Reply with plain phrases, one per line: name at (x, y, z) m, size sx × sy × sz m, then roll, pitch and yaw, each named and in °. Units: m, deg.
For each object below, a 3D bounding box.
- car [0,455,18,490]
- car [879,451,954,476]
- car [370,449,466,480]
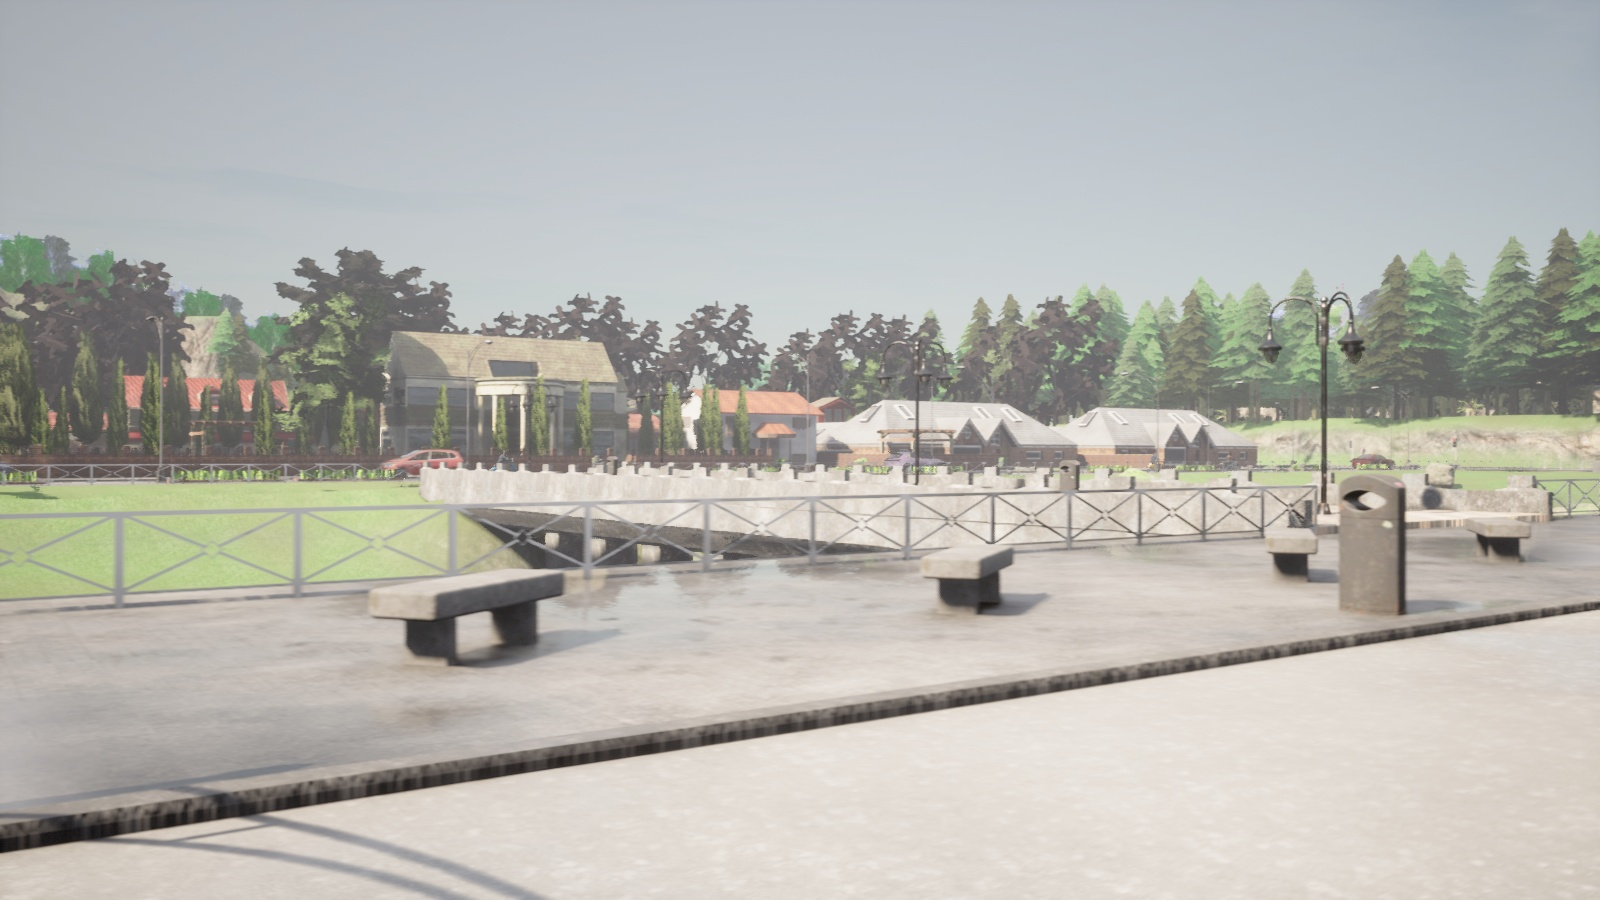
car at (-36.026, 0.968, 54.352) m, size 3.633 × 1.501 × 1.845 m, roll 0°, pitch 0°, yaw -35°
car at (7.881, 0.866, 84.901) m, size 4.856 × 1.649 × 2.033 m, roll 0°, pitch 0°, yaw -35°
car at (-21.155, 0.804, 69.573) m, size 4.611 × 1.667 × 2.242 m, roll 0°, pitch 0°, yaw -35°
